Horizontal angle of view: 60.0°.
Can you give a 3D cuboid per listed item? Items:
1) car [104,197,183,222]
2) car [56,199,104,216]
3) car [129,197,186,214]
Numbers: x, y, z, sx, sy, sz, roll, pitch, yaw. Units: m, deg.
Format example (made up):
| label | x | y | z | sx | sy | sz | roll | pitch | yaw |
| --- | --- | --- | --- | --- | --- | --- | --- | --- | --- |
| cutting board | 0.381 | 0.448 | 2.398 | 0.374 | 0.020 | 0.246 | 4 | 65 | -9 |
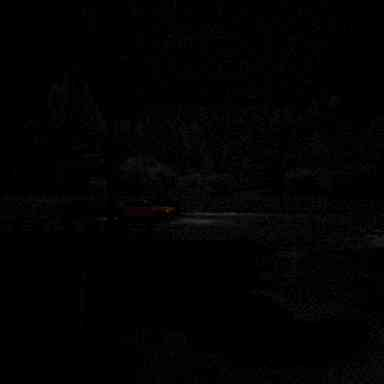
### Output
| label | x | y | z | sx | sy | sz | roll | pitch | yaw |
| --- | --- | --- | --- | --- | --- | --- | --- | --- | --- |
| car | -3.493 | 1.294 | 24.304 | 5.008 | 1.535 | 1.882 | 0 | 0 | 15 |
| car | -9.274 | 1.349 | 29.470 | 5.357 | 1.411 | 2.033 | 0 | 0 | 15 |
| car | -3.243 | 1.248 | 31.481 | 4.902 | 1.511 | 2.128 | 0 | 0 | 15 |
